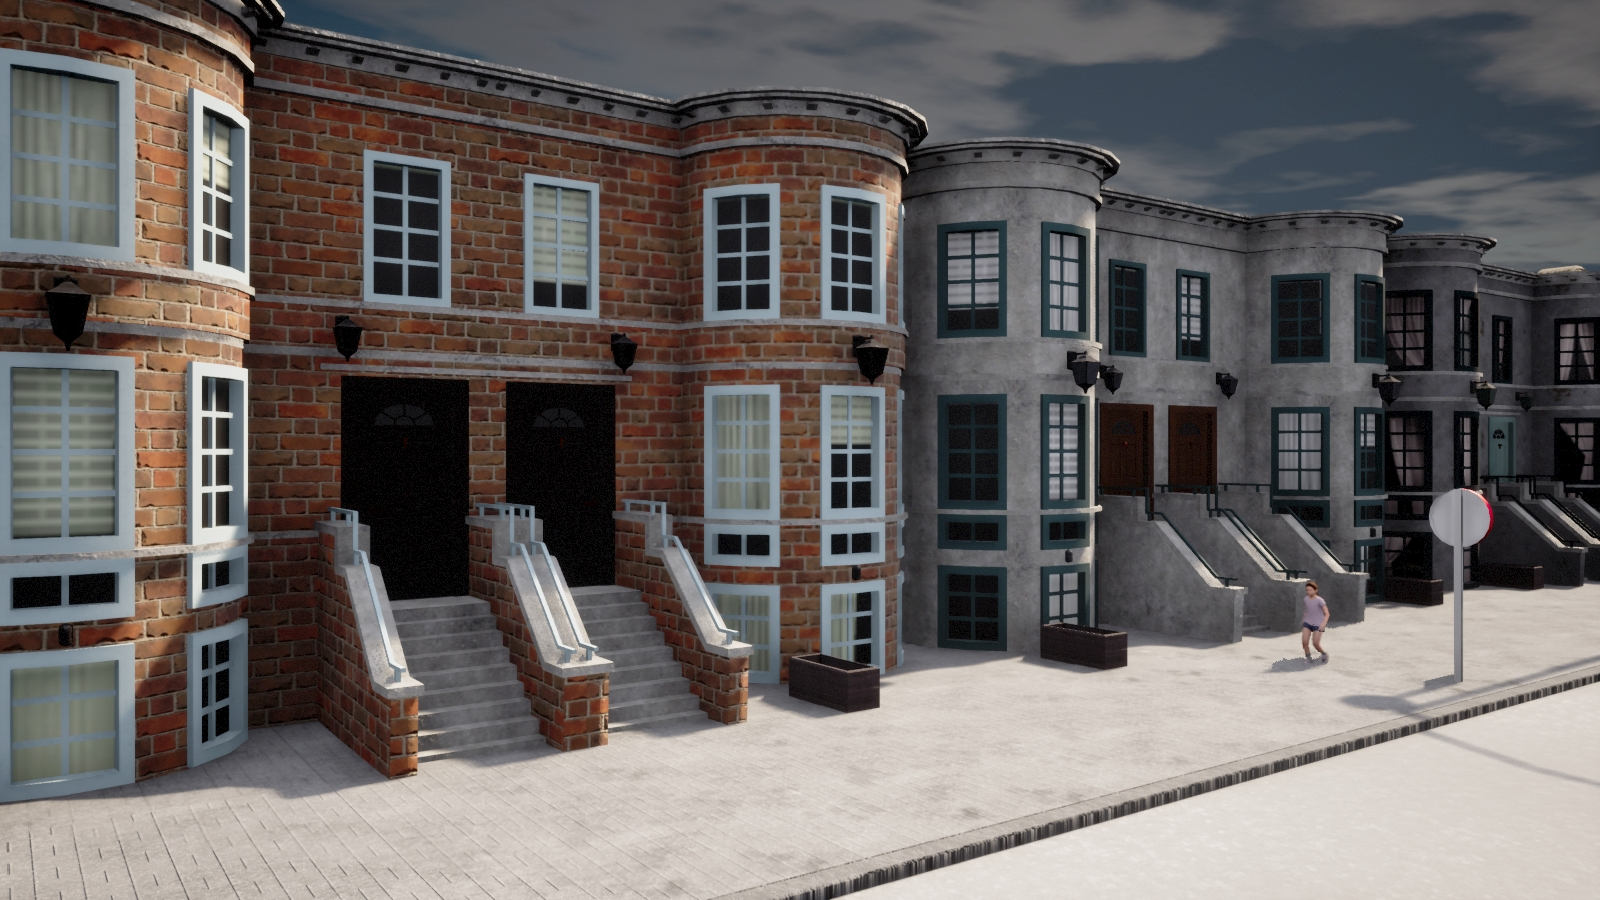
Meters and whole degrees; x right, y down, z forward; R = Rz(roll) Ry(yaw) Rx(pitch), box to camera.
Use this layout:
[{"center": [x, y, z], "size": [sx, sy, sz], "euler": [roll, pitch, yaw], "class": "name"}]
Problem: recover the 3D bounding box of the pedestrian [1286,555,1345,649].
[{"center": [6.514, 1.904, 14.437], "size": [0.500, 1.100, 0.500], "euler": [0, 0, -37], "class": "pedestrian"}]
